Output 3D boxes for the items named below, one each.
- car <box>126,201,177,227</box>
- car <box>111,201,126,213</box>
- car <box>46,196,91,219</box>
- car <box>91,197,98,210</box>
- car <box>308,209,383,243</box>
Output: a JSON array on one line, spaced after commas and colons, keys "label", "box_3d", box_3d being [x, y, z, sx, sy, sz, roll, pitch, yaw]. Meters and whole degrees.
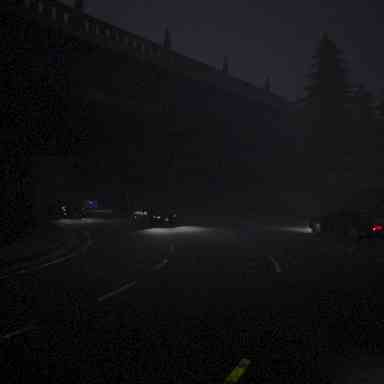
[{"label": "car", "box_3d": [-2.757, 1.505, 23.137, 1.837, 1.490, 4.892, 1, 0, -30]}, {"label": "car", "box_3d": [-6.615, 1.601, 34.834, 1.895, 1.301, 4.718, 0, 0, -42]}, {"label": "car", "box_3d": [-11.070, 1.352, 29.104, 2.097, 1.767, 4.553, 0, 0, -41]}, {"label": "car", "box_3d": [-13.814, 1.352, 42.080, 4.553, 1.767, 2.097, 0, 0, 44]}, {"label": "car", "box_3d": [7.836, 1.547, 16.271, 2.033, 1.411, 5.357, 0, 0, -10]}]
